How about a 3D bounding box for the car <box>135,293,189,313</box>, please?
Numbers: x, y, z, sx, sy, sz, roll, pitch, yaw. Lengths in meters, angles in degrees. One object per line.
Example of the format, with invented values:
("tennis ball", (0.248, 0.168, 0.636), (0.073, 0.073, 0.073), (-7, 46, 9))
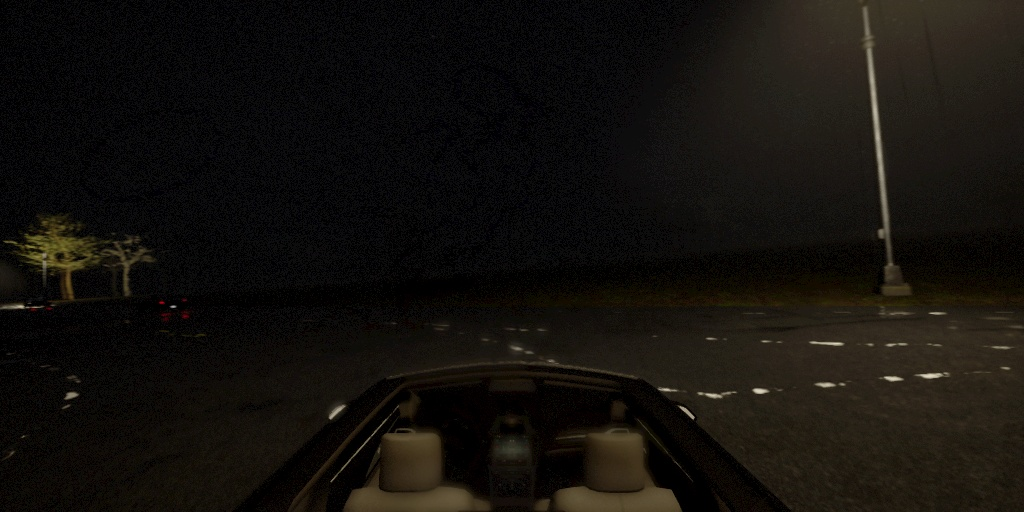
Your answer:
("car", (-26.837, 3.560, 27.435), (4.718, 1.301, 1.895), (-4, -2, 29))
